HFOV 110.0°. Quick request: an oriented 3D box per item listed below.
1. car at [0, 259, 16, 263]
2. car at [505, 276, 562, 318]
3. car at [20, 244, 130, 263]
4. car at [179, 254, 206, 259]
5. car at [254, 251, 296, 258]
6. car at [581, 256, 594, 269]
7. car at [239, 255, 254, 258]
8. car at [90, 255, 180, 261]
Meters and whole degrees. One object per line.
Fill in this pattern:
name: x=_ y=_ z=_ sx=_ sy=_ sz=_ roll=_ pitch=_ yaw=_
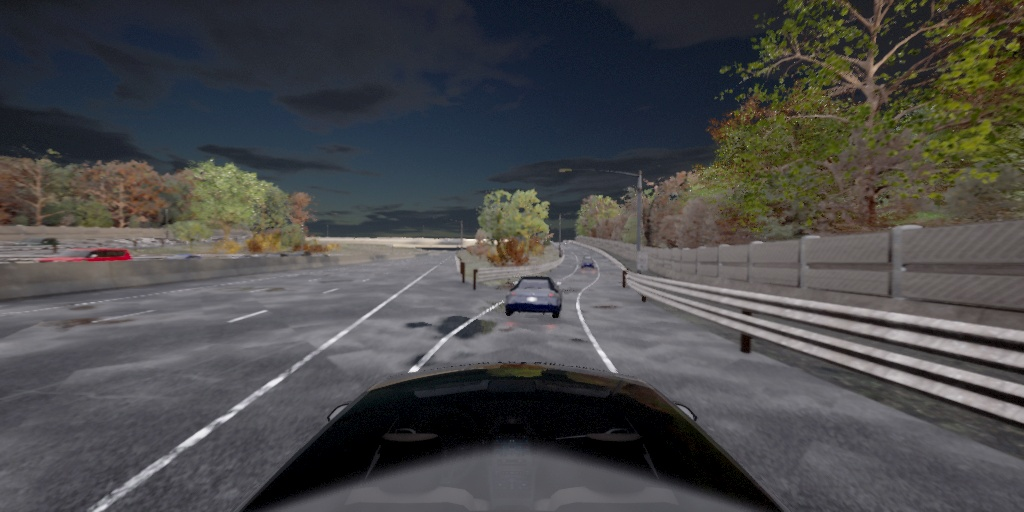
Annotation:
car: x=-32.878 y=0.813 z=22.060 sx=1.895 sy=1.301 sz=4.718 roll=1 pitch=0 yaw=-9
car: x=0.967 y=1.475 z=14.089 sx=1.994 sy=1.385 sz=4.181 roll=1 pitch=-1 yaw=8
car: x=-29.818 y=0.450 z=25.193 sx=2.150 sy=2.045 sz=5.566 roll=1 pitch=0 yaw=-9
car: x=-35.478 y=0.553 z=38.736 sx=1.882 sy=1.535 sz=5.008 roll=1 pitch=1 yaw=-9
car: x=-29.270 y=0.464 z=44.447 sx=2.097 sy=1.767 sz=4.553 roll=1 pitch=0 yaw=-8
car: x=12.584 y=1.175 z=59.625 sx=2.097 sy=1.767 sz=4.553 roll=1 pitch=3 yaw=12
car: x=-32.700 y=0.625 z=43.762 sx=2.033 sy=1.411 sz=5.357 roll=1 pitch=0 yaw=-8
car: x=-26.291 y=0.831 z=25.271 sx=1.994 sy=1.385 sz=4.181 roll=1 pitch=0 yaw=-9
